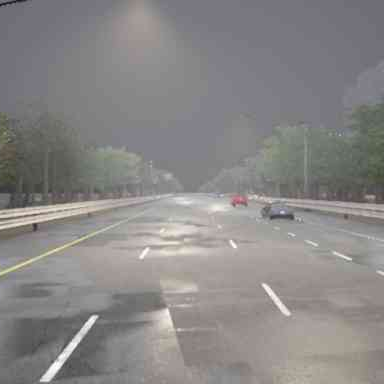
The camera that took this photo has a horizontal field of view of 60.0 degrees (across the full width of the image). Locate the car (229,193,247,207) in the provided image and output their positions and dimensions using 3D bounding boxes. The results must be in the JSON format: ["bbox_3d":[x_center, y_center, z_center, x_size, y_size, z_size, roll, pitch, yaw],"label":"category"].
[{"bbox_3d":[7.117,1.219,51.125,2.150,2.045,5.566,0,0,0],"label":"car"}]

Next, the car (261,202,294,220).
[{"bbox_3d":[7.043,1.556,27.813,1.994,1.385,4.181,0,0,0],"label":"car"}]
